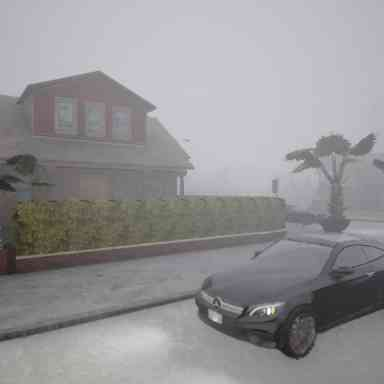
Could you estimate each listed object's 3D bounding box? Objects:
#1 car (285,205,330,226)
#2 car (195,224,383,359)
[{"bbox_3d":[7.188,1.601,23.210,1.895,1.301,4.718,0,0,-35],"label":"car"},{"bbox_3d":[2.253,1.526,6.083,4.674,1.442,1.812,0,0,-34],"label":"car"}]
